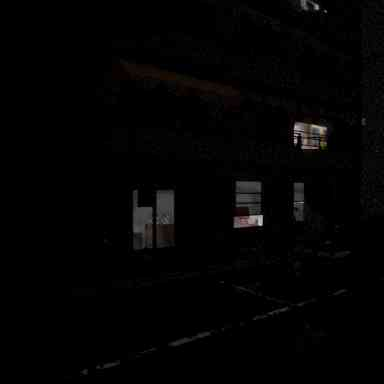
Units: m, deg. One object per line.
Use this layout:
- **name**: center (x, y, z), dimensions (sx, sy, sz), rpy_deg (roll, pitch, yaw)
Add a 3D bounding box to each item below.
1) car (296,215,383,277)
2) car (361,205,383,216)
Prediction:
- **car**: center (5.012, 1.582, 10.209), dimensions (4.206, 1.307, 1.802), rpy_deg (0, 0, -36)
- **car**: center (16.791, 1.888, 32.071), dimensions (1.895, 1.301, 4.718), rpy_deg (0, -1, -36)
